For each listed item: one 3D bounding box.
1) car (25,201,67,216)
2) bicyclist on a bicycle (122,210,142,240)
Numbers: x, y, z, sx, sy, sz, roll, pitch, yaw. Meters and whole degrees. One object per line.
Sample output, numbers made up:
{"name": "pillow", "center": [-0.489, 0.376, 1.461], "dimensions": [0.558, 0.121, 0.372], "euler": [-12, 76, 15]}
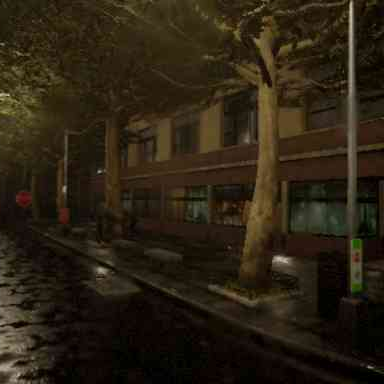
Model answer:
{"name": "car", "center": [-19.059, 2.204, 43.707], "dimensions": [2.150, 2.045, 5.566], "euler": [-1, -2, 38]}
{"name": "bicyclist on a bicycle", "center": [-3.351, 1.756, 17.523], "dimensions": [1.656, 1.620, 0.582], "euler": [1, -2, -34]}
